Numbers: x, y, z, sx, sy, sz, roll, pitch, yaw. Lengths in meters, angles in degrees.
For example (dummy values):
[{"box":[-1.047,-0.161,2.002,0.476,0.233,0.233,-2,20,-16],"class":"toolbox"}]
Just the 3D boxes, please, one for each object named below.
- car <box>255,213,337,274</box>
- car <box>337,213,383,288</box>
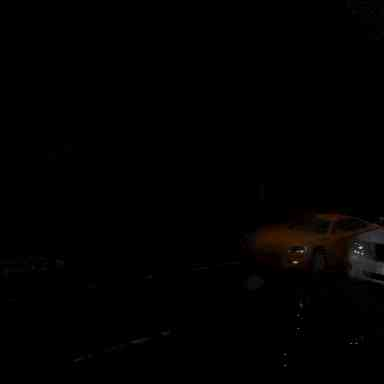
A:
[{"box":[4.190,1.458,10.665,5.008,1.535,1.882,0,0,-35],"class":"car"},{"box":[6.122,1.203,8.049,5.566,2.045,2.150,0,0,-35],"class":"car"}]
